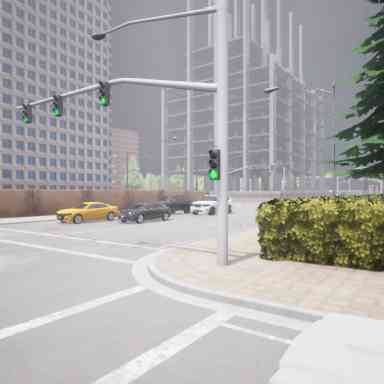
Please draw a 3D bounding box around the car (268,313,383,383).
[{"bbox_3d":[2.828,1.601,1.951,4.718,1.301,1.895,0,0,36],"label":"car"}]

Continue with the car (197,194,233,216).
[{"bbox_3d":[2.118,1.276,33.884,2.150,2.045,5.566,0,0,36],"label":"car"}]

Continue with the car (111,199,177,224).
[{"bbox_3d":[-3.605,1.560,25.872,1.837,1.490,4.892,0,0,35],"label":"car"}]

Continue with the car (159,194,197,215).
[{"bbox_3d":[-2.203,1.276,33.867,2.150,2.045,5.566,0,0,35],"label":"car"}]

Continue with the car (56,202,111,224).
[{"bbox_3d":[-7.993,1.533,25.743,1.882,1.535,5.008,0,0,35],"label":"car"}]
